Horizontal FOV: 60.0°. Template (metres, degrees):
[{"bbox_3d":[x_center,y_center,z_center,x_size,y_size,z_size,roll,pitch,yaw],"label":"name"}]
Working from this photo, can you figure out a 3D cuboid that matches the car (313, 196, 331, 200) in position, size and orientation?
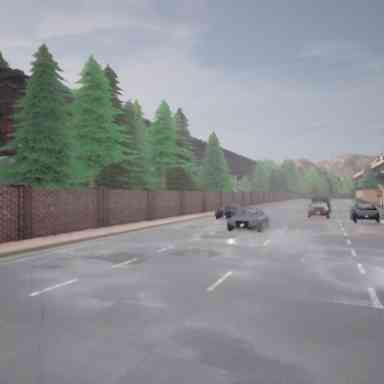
[{"bbox_3d":[15.909,1.456,41.085,2.150,2.045,5.566,0,0,22],"label":"car"}]

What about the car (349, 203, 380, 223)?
[{"bbox_3d":[14.108,1.655,27.339,2.128,1.511,4.902,0,0,22],"label":"car"}]

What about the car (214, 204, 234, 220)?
[{"bbox_3d":[3.513,1.754,29.686,1.895,1.301,4.718,0,0,22],"label":"car"}]

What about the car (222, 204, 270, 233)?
[{"bbox_3d":[3.536,1.672,20.428,1.994,1.385,4.181,0,0,22],"label":"car"}]

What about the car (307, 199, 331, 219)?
[{"bbox_3d":[12.117,1.707,31.761,1.812,1.442,4.674,0,0,22],"label":"car"}]
